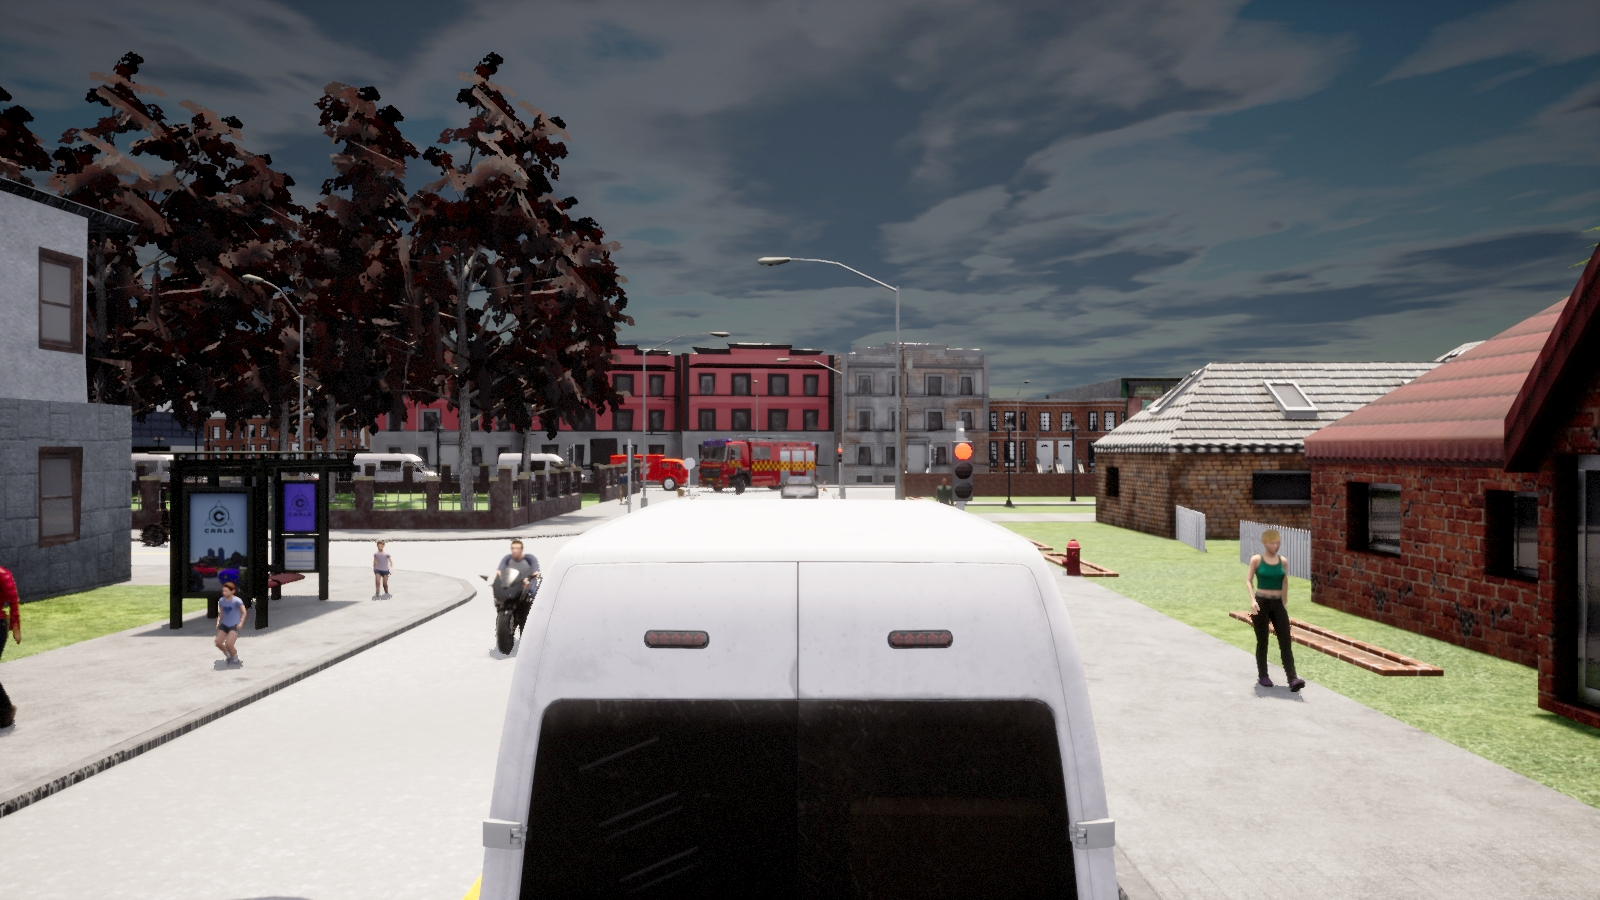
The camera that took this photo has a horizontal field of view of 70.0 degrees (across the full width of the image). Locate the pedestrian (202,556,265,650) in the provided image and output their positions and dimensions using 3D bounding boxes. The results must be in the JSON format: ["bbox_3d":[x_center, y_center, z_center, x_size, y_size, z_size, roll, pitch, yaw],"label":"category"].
[{"bbox_3d":[-7.077,1.897,14.277,0.500,1.100,0.500,0,0,12],"label":"pedestrian"}]

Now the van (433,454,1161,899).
[{"bbox_3d":[-0.009,1.315,6.082,1.988,2.561,5.915,0,0,0],"label":"van"}]

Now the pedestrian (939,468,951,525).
[{"bbox_3d":[4.793,1.523,37.674,0.375,1.860,0.375,0,0,9],"label":"pedestrian"}]

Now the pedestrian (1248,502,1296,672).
[{"bbox_3d":[5.292,1.524,12.818,0.375,1.860,0.375,0,0,0],"label":"pedestrian"}]

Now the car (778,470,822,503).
[{"bbox_3d":[-0.021,1.827,57.775,2.128,1.511,4.902,0,0,0],"label":"car"}]

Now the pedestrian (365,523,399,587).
[{"bbox_3d":[-7.558,1.896,20.669,0.500,1.100,0.500,0,0,-8],"label":"pedestrian"}]

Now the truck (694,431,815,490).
[{"bbox_3d":[-3.017,0.670,78.008,8.468,3.827,2.891,0,0,-43],"label":"truck"}]

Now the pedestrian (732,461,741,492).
[{"bbox_3d":[-3.896,1.628,70.209,0.375,1.860,0.375,0,0,25],"label":"pedestrian"}]

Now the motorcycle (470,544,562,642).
[{"bbox_3d":[-4.008,1.993,16.285,0.803,1.145,2.033,0,0,0],"label":"motorcycle"}]

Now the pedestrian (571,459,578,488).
[{"bbox_3d":[-14.455,1.523,73.292,0.375,1.860,0.375,0,0,3],"label":"pedestrian"}]

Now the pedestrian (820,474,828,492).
[{"bbox_3d":[1.473,2.008,69.926,0.500,1.100,0.500,0,0,3],"label":"pedestrian"}]

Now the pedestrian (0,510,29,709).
[{"bbox_3d":[-7.720,1.517,10.966,0.375,1.860,0.375,0,0,5],"label":"pedestrian"}]

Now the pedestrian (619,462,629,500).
[{"bbox_3d":[-8.618,1.526,55.911,0.375,1.860,0.375,0,0,19],"label":"pedestrian"}]
